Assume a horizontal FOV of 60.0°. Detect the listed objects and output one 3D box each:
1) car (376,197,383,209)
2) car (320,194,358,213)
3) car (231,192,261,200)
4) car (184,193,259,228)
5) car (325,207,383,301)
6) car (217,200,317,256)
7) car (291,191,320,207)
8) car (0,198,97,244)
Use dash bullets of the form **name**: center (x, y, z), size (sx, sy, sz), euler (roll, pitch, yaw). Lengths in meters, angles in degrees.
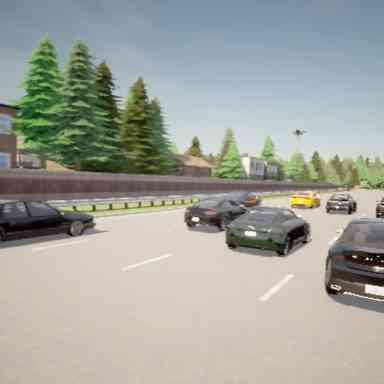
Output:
- **car**: center (13.964, 1.108, 23.195), size (2.128, 1.511, 4.902), euler (3, 2, 32)
- **car**: center (12.200, 0.909, 26.995), size (2.128, 1.511, 4.902), euler (3, 2, 32)
- **car**: center (3.952, 0.683, 26.947), size (2.033, 1.411, 5.357), euler (3, 2, 32)
- **car**: center (1.372, 0.967, 16.095), size (1.812, 1.442, 4.674), euler (3, 2, 32)
- **car**: center (4.344, 1.358, 7.594), size (1.837, 1.490, 4.892), euler (3, 2, 32)
- **car**: center (2.838, 1.212, 11.817), size (1.994, 1.385, 4.181), euler (3, 2, 32)
- **car**: center (10.802, 0.687, 31.386), size (1.882, 1.535, 5.008), euler (3, 2, 32)
- **car**: center (-5.795, 0.924, 11.128), size (2.033, 1.411, 5.357), euler (3, 2, 32)
